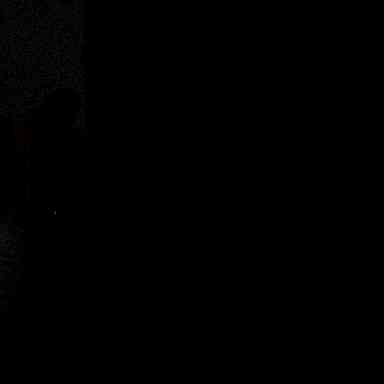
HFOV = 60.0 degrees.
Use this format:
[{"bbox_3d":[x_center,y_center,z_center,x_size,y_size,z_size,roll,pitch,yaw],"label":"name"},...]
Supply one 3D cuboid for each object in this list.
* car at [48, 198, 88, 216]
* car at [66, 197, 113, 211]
[{"bbox_3d":[-10.220,1.396,29.792,1.895,1.301,4.718,-2,0,35],"label":"car"},{"bbox_3d":[-11.944,1.371,39.029,2.128,1.511,4.902,-2,0,35],"label":"car"}]
